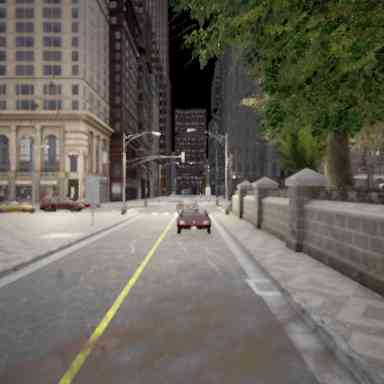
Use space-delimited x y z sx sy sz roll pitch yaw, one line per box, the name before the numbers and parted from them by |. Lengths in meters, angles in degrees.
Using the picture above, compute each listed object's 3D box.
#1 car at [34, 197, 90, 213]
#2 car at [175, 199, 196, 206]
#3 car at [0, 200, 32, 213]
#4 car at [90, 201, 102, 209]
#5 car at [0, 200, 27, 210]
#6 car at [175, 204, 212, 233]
car | -14.875 1.472 38.304 5.009 1.841 2.192 -1 1 0
car | -0.615 1.511 36.315 2.033 1.411 5.357 0 0 -11
car | -20.243 1.755 38.325 4.829 1.417 1.752 -1 1 0
car | -14.857 1.563 46.832 4.097 1.590 1.967 -1 1 0
car | -25.935 1.837 46.869 4.313 1.339 1.947 -1 1 0
car | 0.104 1.579 19.388 1.895 1.301 4.718 0 0 0
